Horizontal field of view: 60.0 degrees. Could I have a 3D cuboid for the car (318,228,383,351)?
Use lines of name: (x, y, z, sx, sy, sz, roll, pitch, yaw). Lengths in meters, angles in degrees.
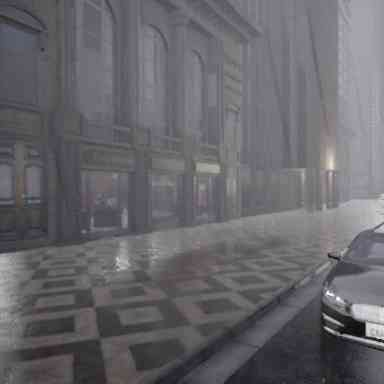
car: (3.783, 1.489, 6.160, 2.128, 1.511, 4.902, 0, 0, 35)
